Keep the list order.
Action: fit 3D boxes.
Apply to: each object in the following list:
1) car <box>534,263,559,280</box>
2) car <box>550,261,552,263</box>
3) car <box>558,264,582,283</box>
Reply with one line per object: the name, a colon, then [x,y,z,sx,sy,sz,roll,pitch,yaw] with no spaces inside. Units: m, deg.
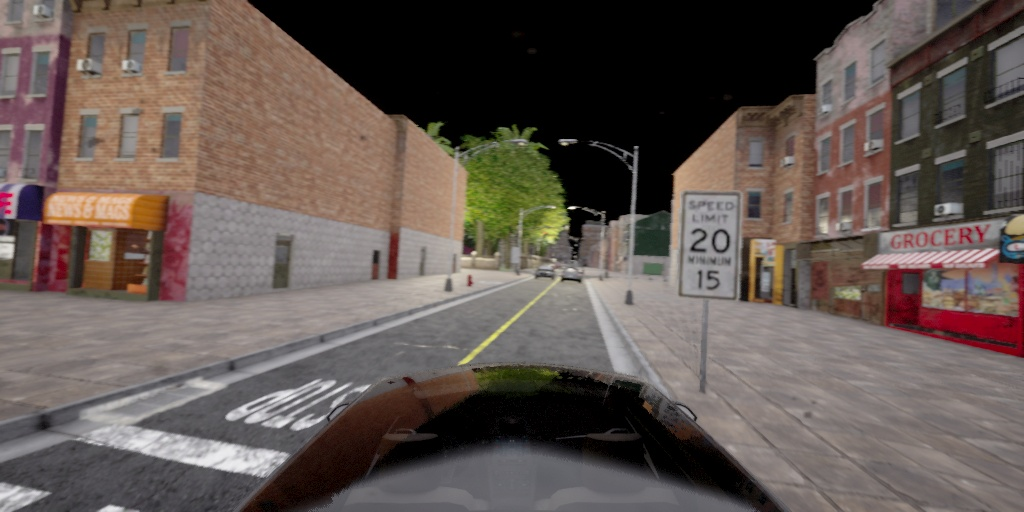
car: [3.556,1.746,38.058,1.994,1.385,4.181,3,0,11]
car: [5.553,2.037,64.275,2.007,1.370,4.403,0,0,10]
car: [5.757,1.841,34.757,1.994,1.385,4.181,3,0,11]
